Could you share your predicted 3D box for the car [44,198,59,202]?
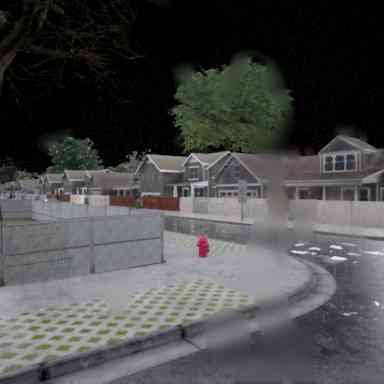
[{"bbox_3d":[-19.572,1.589,46.260,2.033,1.411,5.357,0,0,-36],"label":"car"}]
